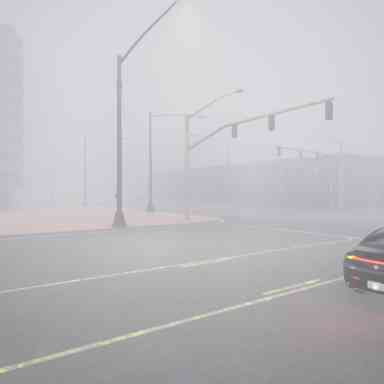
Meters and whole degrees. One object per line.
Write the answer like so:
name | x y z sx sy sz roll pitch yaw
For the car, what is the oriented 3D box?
car | 5.399 1.503 7.590 4.892 1.490 1.837 0 0 -35
